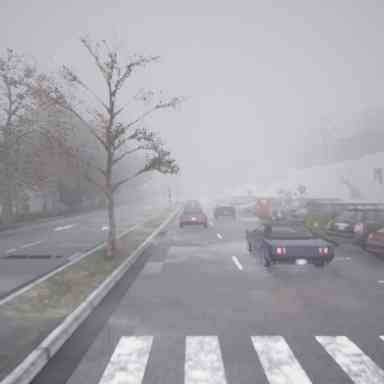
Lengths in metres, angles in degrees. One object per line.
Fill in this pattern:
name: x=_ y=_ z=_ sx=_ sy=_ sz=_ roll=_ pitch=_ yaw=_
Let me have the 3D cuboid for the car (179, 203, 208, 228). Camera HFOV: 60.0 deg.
car: x=0.103 y=1.784 z=24.285 sx=1.994 sy=1.385 sz=4.181 roll=0 pitch=0 yaw=0

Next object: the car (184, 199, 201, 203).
car: x=0.103 y=1.679 z=41.689 sx=2.097 sy=1.767 sz=4.553 roll=0 pitch=0 yaw=0

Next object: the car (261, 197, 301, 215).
car: x=8.051 y=1.447 z=23.120 sx=5.566 sy=2.045 sz=2.435 roll=1 pitch=0 yaw=-20

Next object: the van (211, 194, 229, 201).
van: x=7.974 y=1.473 z=94.692 sx=4.442 sy=1.987 sz=1.878 roll=1 pitch=0 yaw=-20

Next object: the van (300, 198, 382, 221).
van: x=8.184 y=1.421 z=17.212 sx=4.442 sy=1.987 sz=1.878 roll=1 pitch=-1 yaw=-20

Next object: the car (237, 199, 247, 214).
car: x=8.047 y=1.835 z=38.043 sx=4.792 sy=1.488 sz=2.163 roll=1 pitch=0 yaw=-20

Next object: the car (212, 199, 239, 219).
car: x=3.104 y=1.765 z=32.788 sx=1.882 sy=1.535 sz=5.008 roll=0 pitch=0 yaw=0

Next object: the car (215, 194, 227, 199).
car: x=7.904 y=1.736 z=64.847 sx=5.366 sy=1.575 sz=1.946 roll=1 pitch=1 yaw=-20

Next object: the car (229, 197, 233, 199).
car: x=8.070 y=1.859 z=47.012 sx=4.674 sy=1.452 sz=2.002 roll=1 pitch=0 yaw=-20

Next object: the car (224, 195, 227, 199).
car: x=8.048 y=1.680 z=52.971 sx=4.553 sy=1.767 sz=2.185 roll=1 pitch=0 yaw=-20

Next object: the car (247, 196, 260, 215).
car: x=8.103 y=1.500 z=29.117 sx=5.566 sy=2.045 sz=2.435 roll=1 pitch=-1 yaw=-20

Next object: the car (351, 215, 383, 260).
car: x=8.067 y=1.631 z=11.203 sx=4.674 sy=1.452 sz=2.002 roll=1 pitch=-1 yaw=-20

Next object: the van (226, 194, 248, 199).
van: x=7.970 y=1.590 z=49.944 sx=4.442 sy=1.987 sz=1.878 roll=1 pitch=1 yaw=-20

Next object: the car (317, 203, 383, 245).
car: x=8.044 y=1.492 z=14.177 sx=4.553 sy=1.767 sz=2.185 roll=1 pitch=-1 yaw=-20

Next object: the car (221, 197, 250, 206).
car: x=8.103 y=1.789 z=61.943 sx=4.792 sy=1.488 sz=2.163 roll=1 pitch=0 yaw=-20

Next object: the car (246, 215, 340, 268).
car: x=3.102 y=1.706 z=11.639 sx=1.895 sy=1.301 sz=4.718 roll=0 pitch=-1 yaw=0

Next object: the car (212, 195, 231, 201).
car: x=8.105 y=1.727 z=91.765 sx=4.792 sy=1.488 sz=2.163 roll=1 pitch=0 yaw=-20

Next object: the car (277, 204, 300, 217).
car: x=8.067 y=1.672 z=20.150 sx=4.892 sy=1.521 sz=2.231 roll=1 pitch=-1 yaw=-20

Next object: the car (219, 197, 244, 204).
car: x=8.073 y=1.768 z=67.896 sx=4.674 sy=1.452 sz=2.002 roll=1 pitch=0 yaw=-20

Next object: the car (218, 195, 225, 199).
car: x=7.903 y=1.771 z=58.881 sx=5.366 sy=1.575 sz=1.946 roll=1 pitch=1 yaw=-20

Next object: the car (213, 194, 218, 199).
car: x=8.088 y=1.701 z=76.836 sx=4.892 sy=1.521 sz=2.231 roll=1 pitch=0 yaw=-20

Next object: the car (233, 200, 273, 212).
car: x=8.101 y=1.852 z=44.039 sx=4.792 sy=1.488 sz=2.163 roll=1 pitch=0 yaw=-20

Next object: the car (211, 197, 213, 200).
car: x=8.108 y=1.443 z=79.838 sx=5.566 sy=2.045 sz=2.435 roll=1 pitch=0 yaw=-20

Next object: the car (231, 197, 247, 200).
car: x=7.903 y=1.809 z=40.970 sx=5.366 sy=1.575 sz=1.946 roll=1 pitch=0 yaw=-20

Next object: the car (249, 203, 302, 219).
car: x=8.070 y=1.812 z=32.085 sx=4.674 sy=1.452 sz=2.002 roll=1 pitch=-1 yaw=-20
